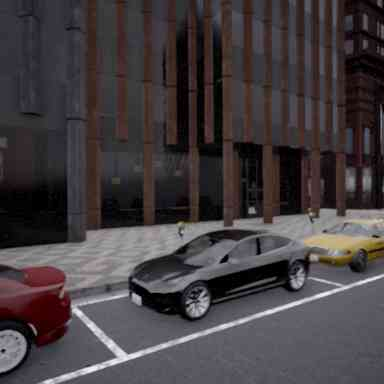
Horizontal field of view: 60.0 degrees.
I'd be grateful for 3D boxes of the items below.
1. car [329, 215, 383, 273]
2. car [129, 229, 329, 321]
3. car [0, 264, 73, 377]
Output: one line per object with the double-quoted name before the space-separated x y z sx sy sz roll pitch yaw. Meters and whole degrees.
"car" 5.236 1.437 10.381 4.829 1.417 1.752 -1 0 -35
"car" 0.785 1.525 7.209 4.313 1.339 1.947 -1 0 -35
"car" -3.804 1.553 3.938 4.507 1.381 1.887 -1 0 -35
